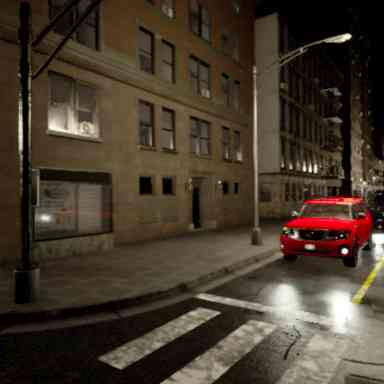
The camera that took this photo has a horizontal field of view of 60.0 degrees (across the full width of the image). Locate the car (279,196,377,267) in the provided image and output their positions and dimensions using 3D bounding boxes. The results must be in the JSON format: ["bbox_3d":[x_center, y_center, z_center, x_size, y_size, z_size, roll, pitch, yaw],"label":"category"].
[{"bbox_3d":[5.045,1.259,12.057,2.150,2.045,5.566,-1,-1,35],"label":"car"}]

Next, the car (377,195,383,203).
[{"bbox_3d":[17.004,1.261,29.051,2.150,2.045,5.566,-1,-1,35],"label":"car"}]

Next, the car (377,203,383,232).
[{"bbox_3d":[10.853,1.602,20.319,1.994,1.385,4.181,-1,-1,35],"label":"car"}]
